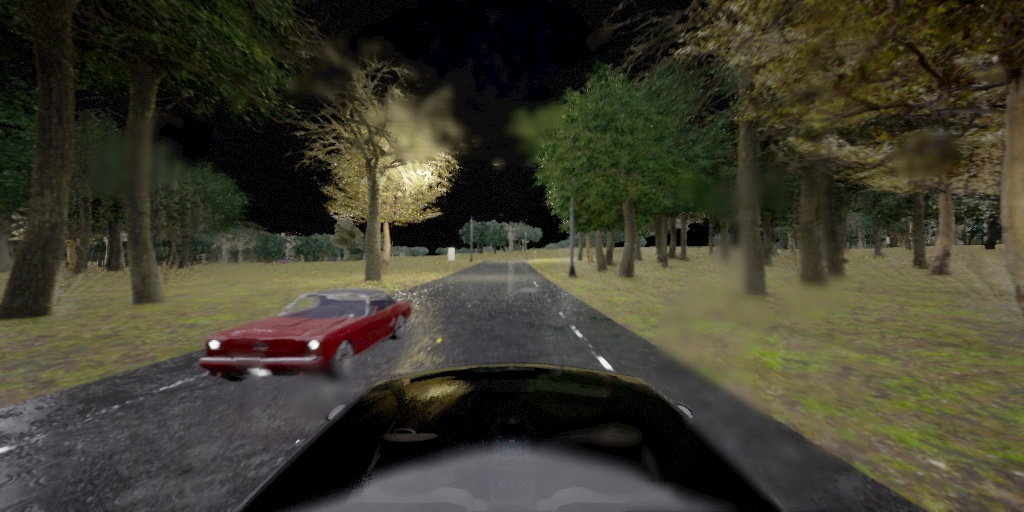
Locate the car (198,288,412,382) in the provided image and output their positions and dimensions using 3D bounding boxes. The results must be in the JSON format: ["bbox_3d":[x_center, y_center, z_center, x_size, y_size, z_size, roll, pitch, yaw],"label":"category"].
[{"bbox_3d":[-3.600,1.379,7.348,1.895,1.301,4.718,0,0,0],"label":"car"}]
